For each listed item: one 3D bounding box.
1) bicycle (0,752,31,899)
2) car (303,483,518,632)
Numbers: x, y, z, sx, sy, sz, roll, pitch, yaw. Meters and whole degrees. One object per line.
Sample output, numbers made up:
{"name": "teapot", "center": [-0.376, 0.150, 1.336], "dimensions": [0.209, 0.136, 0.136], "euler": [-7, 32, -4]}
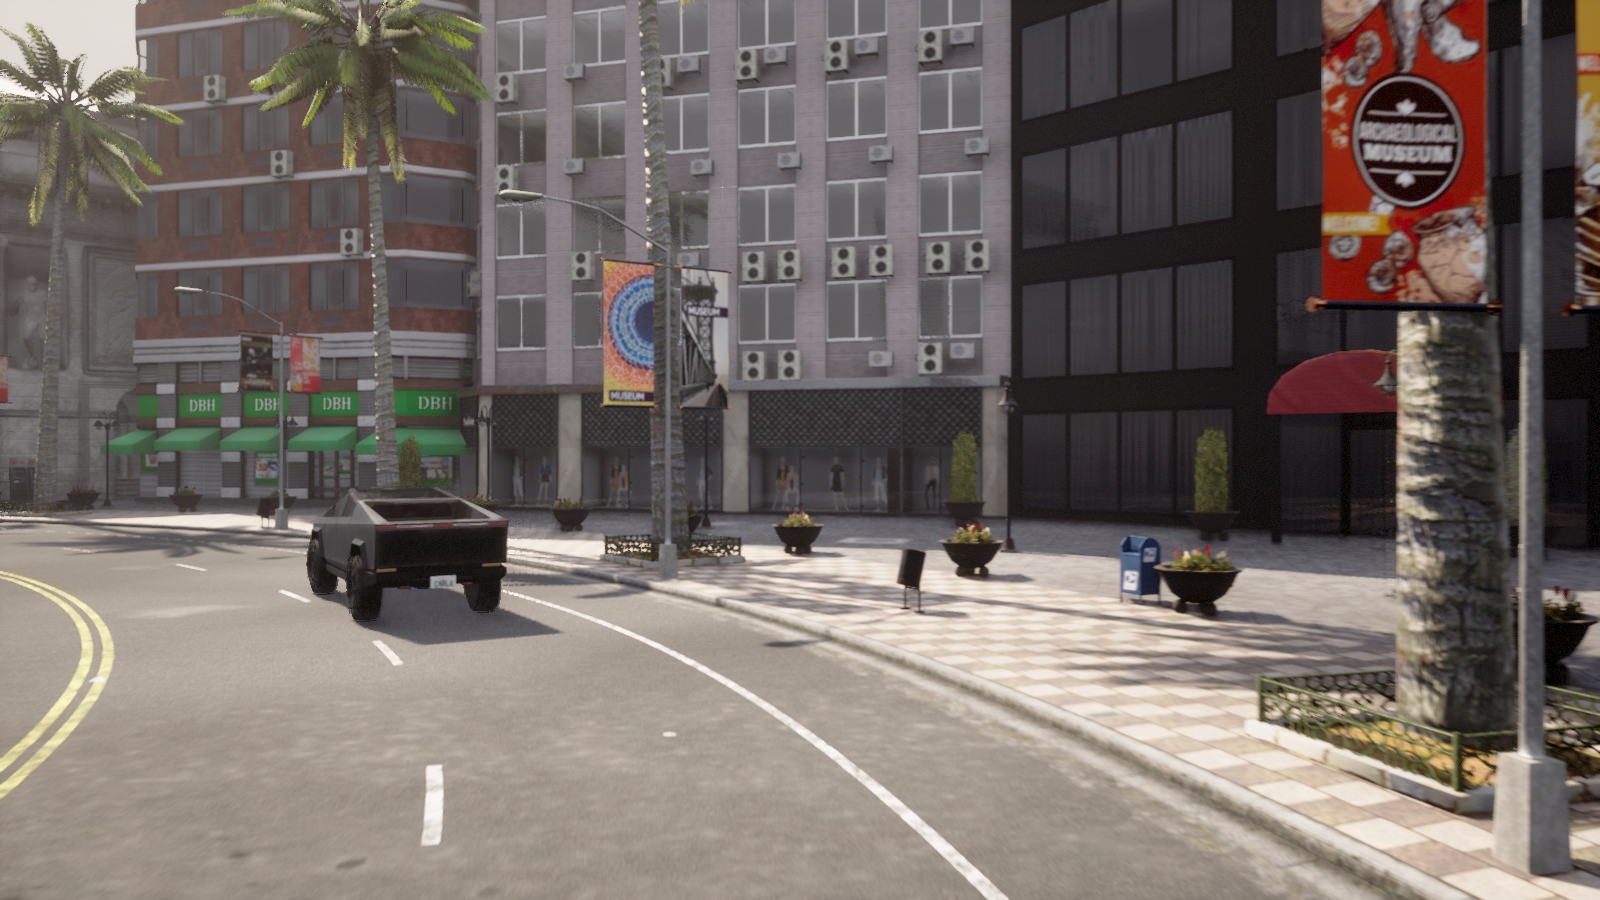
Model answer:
{"name": "bicycle", "center": [-4.114, 2.211, 5.202], "dimensions": [0.329, 1.171, 1.835], "euler": [0, 0, -11]}
{"name": "car", "center": [-7.325, 1.756, 20.909], "dimensions": [2.390, 2.098, 6.274], "euler": [0, 0, -32]}
